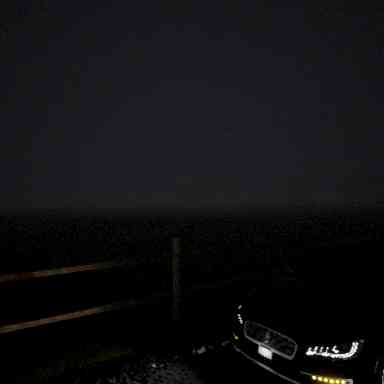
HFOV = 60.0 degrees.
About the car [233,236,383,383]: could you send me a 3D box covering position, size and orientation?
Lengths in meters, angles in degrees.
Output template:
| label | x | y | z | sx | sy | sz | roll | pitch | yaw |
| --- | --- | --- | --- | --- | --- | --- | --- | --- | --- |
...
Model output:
| label | x | y | z | sx | sy | sz | roll | pitch | yaw |
| --- | --- | --- | --- | --- | --- | --- | --- | --- | --- |
| car | 2.779 | 1.505 | 5.048 | 4.892 | 1.490 | 1.837 | 0 | 0 | -35 |
